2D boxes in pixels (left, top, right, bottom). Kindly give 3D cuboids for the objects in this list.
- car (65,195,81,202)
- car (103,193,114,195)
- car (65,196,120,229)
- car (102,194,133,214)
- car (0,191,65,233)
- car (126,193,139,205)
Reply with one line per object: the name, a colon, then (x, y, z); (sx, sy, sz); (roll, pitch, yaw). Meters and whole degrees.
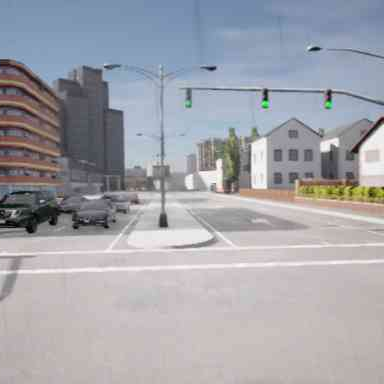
car: (-9.888, 1.084, 27.654); (1.837, 1.490, 4.892); (-1, 2, -6)
car: (-11.621, 0.855, 46.042); (1.895, 1.301, 4.718); (-1, 1, -5)
car: (-5.549, 1.197, 19.264); (1.837, 1.490, 4.892); (-1, 1, -5)
car: (-6.442, 1.128, 28.461); (1.895, 1.301, 4.718); (-1, 1, -5)
car: (-8.952, 0.978, 17.975); (2.150, 2.045, 5.566); (-1, 1, -5)
car: (-7.740, 0.813, 41.979); (1.812, 1.442, 4.674); (-1, 1, -6)
